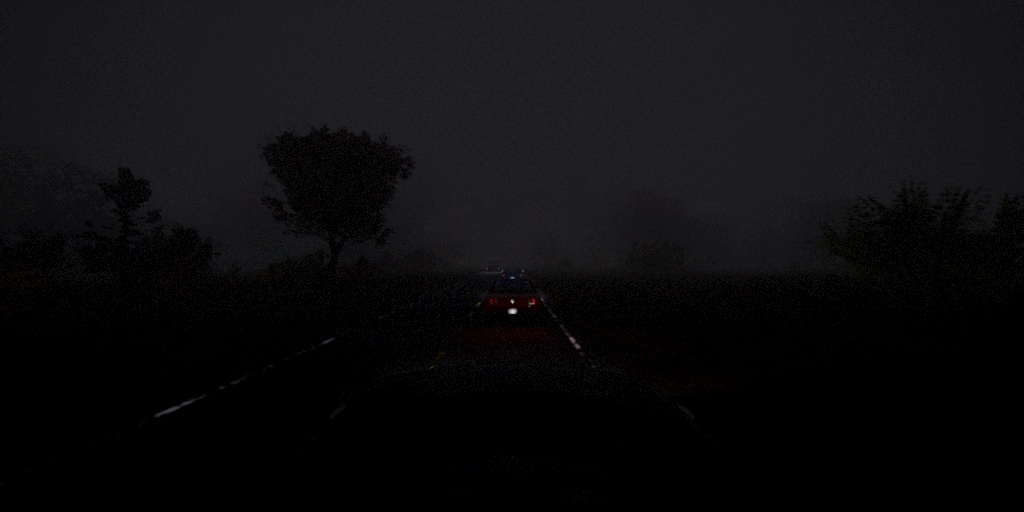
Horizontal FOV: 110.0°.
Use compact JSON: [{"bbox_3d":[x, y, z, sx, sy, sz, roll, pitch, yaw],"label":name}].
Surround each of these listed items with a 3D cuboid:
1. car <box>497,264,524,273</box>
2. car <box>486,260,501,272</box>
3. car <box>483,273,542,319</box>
[{"bbox_3d":[0.046,1.634,29.413,1.994,1.385,4.181,0,-1,0],"label":"car"},{"bbox_3d":[-3.050,1.628,60.431,2.150,2.045,5.566,0,0,1],"label":"car"},{"bbox_3d":[0.039,1.490,13.541,1.895,1.301,4.718,0,-1,0],"label":"car"}]
